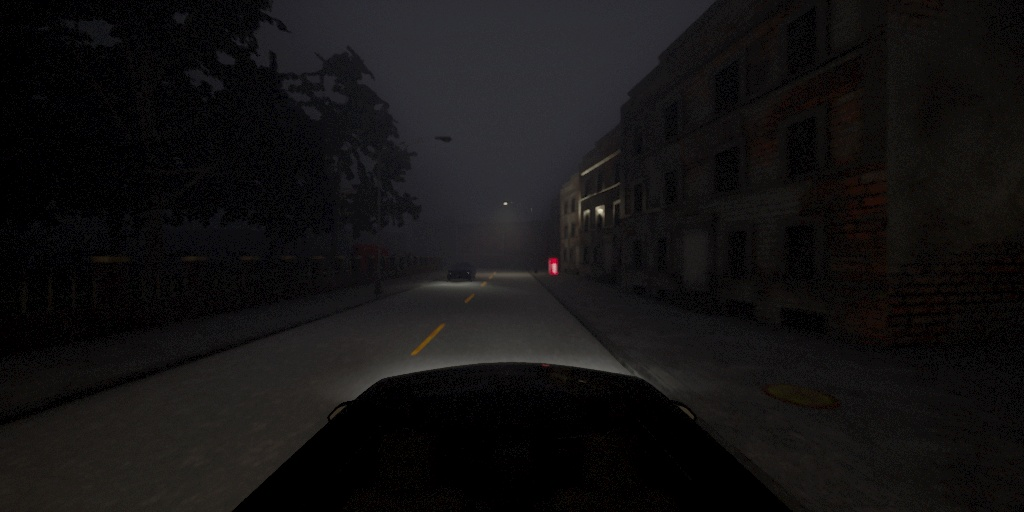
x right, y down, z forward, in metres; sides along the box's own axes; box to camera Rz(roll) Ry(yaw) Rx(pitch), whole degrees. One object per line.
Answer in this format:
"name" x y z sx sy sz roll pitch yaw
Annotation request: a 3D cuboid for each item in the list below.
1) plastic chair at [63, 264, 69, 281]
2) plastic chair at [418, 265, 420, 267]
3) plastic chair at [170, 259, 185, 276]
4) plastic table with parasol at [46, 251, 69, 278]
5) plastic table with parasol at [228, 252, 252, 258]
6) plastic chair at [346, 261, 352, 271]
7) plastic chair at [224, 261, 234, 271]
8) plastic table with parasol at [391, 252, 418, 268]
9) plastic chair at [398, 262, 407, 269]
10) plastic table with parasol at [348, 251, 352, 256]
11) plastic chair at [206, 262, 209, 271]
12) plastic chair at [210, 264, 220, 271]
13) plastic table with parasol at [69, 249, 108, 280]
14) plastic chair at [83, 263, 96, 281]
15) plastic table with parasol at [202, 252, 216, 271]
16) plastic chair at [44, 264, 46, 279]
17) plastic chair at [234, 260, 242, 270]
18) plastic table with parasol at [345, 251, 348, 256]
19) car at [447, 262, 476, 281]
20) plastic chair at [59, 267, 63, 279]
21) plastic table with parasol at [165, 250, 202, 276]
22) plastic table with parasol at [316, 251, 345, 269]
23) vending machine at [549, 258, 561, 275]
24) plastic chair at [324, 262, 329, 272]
"plastic chair" -34.965 1.310 28.631 0.730 1.272 0.750 0 0 -35
"plastic chair" -12.063 1.341 46.672 0.730 1.272 0.750 0 0 0
"plastic chair" -30.635 1.164 32.980 0.750 1.272 0.730 0 0 -39
"plastic table with parasol" -39.309 0.688 32.273 2.482 2.480 2.482 0 0 -40
"plastic table with parasol" -35.101 0.704 46.383 2.482 2.480 2.482 0 0 -40
"plastic chair" -16.710 1.342 37.691 0.730 1.272 0.750 0 0 -35
"plastic chair" -36.075 1.316 45.481 0.730 1.272 0.750 0 0 -35
"plastic table with parasol" -13.094 0.737 42.421 2.482 2.480 2.482 0 0 -40
"plastic chair" -12.361 1.341 41.422 0.750 1.272 0.730 0 0 -40
"plastic table with parasol" -15.736 0.738 38.592 2.482 2.480 2.482 0 0 -40
"plastic chair" -38.859 1.343 44.946 0.750 1.272 0.730 0 0 -40
"plastic chair" -38.571 1.342 46.682 0.730 1.272 0.750 0 0 -40
"plastic table with parasol" -33.991 0.698 29.532 2.482 2.480 2.482 0 0 -40
"plastic chair" -33.258 1.300 28.533 0.750 1.272 0.730 0 0 -40
"plastic table with parasol" -39.592 0.740 45.945 2.482 2.480 2.482 0 0 -40
"plastic chair" -40.283 1.320 31.374 0.730 1.272 0.750 0 0 -35
"plastic chair" -34.369 1.279 45.386 0.750 1.272 0.730 0 0 -40
"plastic table with parasol" -21.012 0.634 45.980 2.482 2.480 2.482 0 0 -38
"car" -4.120 1.229 29.747 1.882 1.535 5.008 0 0 0
"plastic chair" -38.577 1.314 31.276 0.750 1.272 0.730 0 0 -40
"plastic table with parasol" -31.343 0.624 33.950 2.482 2.480 2.482 0 0 -39
"plastic table with parasol" -20.554 0.677 40.049 2.482 2.480 2.482 0 0 -38
"vending machine" 4.267 1.166 36.716 1.100 2.100 0.880 0 0 0
"plastic chair" -19.733 1.270 39.203 0.750 1.272 0.730 0 0 -44
